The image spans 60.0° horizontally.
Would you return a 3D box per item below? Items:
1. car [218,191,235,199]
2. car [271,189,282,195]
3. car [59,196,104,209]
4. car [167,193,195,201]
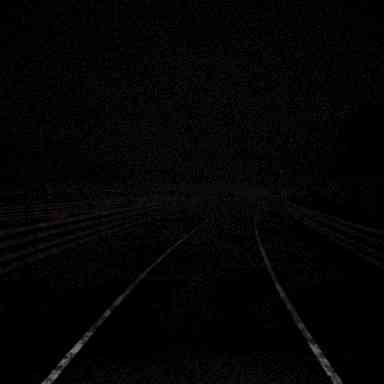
[{"bbox_3d":[6.383,0.561,61.280,1.994,1.385,4.181,0,2,32],"label":"car"},{"bbox_3d":[21.785,0.064,85.850,1.837,1.490,4.892,1,1,32],"label":"car"},{"bbox_3d":[-11.048,1.168,33.434,2.128,1.511,4.902,1,2,32],"label":"car"},{"bbox_3d":[-1.478,0.849,48.709,2.033,1.411,5.357,1,2,32],"label":"car"}]
